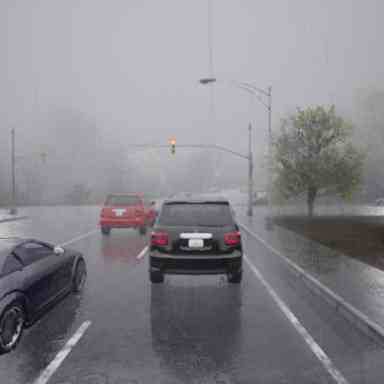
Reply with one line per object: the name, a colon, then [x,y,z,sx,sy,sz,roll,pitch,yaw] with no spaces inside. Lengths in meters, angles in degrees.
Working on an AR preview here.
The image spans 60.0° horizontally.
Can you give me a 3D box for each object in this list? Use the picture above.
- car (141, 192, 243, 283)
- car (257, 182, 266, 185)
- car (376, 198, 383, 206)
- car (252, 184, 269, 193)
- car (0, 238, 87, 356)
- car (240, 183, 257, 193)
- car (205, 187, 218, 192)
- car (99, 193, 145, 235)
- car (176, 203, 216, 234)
car: [0.102,1.134,9.522,2.150,2.045,5.566,0,0,0]
car: [19.634,-1.705,93.299,2.150,2.045,5.566,0,4,37]
car: [25.292,0.942,40.828,4.902,1.511,2.128,-2,0,3]
car: [17.524,-0.583,83.903,1.895,1.301,4.718,0,4,33]
car: [-3.401,1.507,5.966,1.994,1.385,4.181,0,0,0]
car: [13.955,-0.762,84.774,2.097,1.767,4.553,0,4,33]
car: [4.847,-0.374,82.938,2.097,1.767,4.553,0,4,28]
car: [-3.284,1.078,17.917,2.150,2.045,5.566,0,0,1]
car: [0.247,1.414,18.750,1.994,1.385,4.181,0,0,2]
